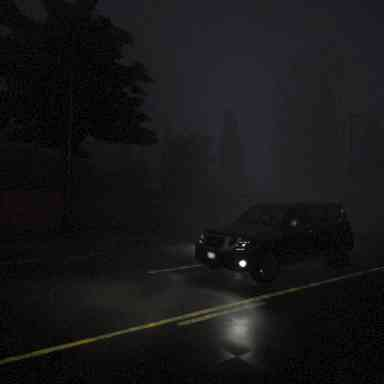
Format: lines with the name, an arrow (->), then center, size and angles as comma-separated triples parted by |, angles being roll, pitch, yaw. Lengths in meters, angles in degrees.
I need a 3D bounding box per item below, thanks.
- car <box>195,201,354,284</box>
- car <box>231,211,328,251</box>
car -> 2.750, 1.322, 10.255 | 5.566, 2.045, 2.150 | 1, -1, -36
car -> 4.185, 1.680, 15.578 | 4.674, 1.442, 1.812 | 1, -1, -35
